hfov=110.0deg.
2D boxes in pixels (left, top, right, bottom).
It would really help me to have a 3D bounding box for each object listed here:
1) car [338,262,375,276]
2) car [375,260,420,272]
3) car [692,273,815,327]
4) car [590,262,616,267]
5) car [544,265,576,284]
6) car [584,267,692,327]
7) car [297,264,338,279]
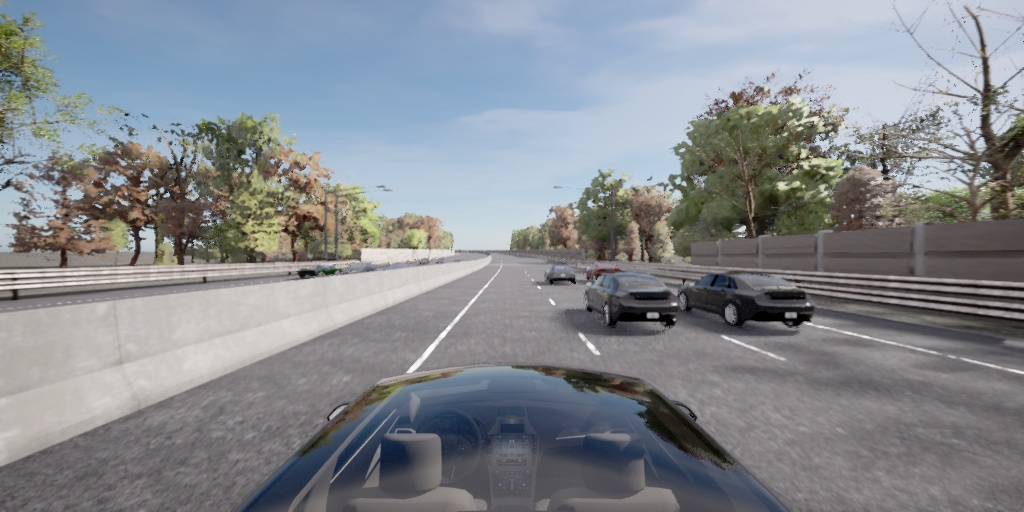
[{"bbox_3d":[-14.098,1.312,33.719,1.812,1.442,4.674,0,0,0],"label":"car"},{"bbox_3d":[-10.599,1.334,33.696,2.033,1.411,5.357,0,0,0],"label":"car"},{"bbox_3d":[7.093,1.266,11.531,1.837,1.490,4.892,0,0,0],"label":"car"},{"bbox_3d":[7.096,1.257,28.304,1.882,1.535,5.008,0,0,0],"label":"car"},{"bbox_3d":[3.594,1.343,27.293,1.994,1.385,4.181,0,0,0],"label":"car"},{"bbox_3d":[3.592,1.267,11.553,1.837,1.490,4.892,0,0,0],"label":"car"},{"bbox_3d":[-17.599,1.387,33.018,1.895,1.301,4.718,0,0,0],"label":"car"}]
